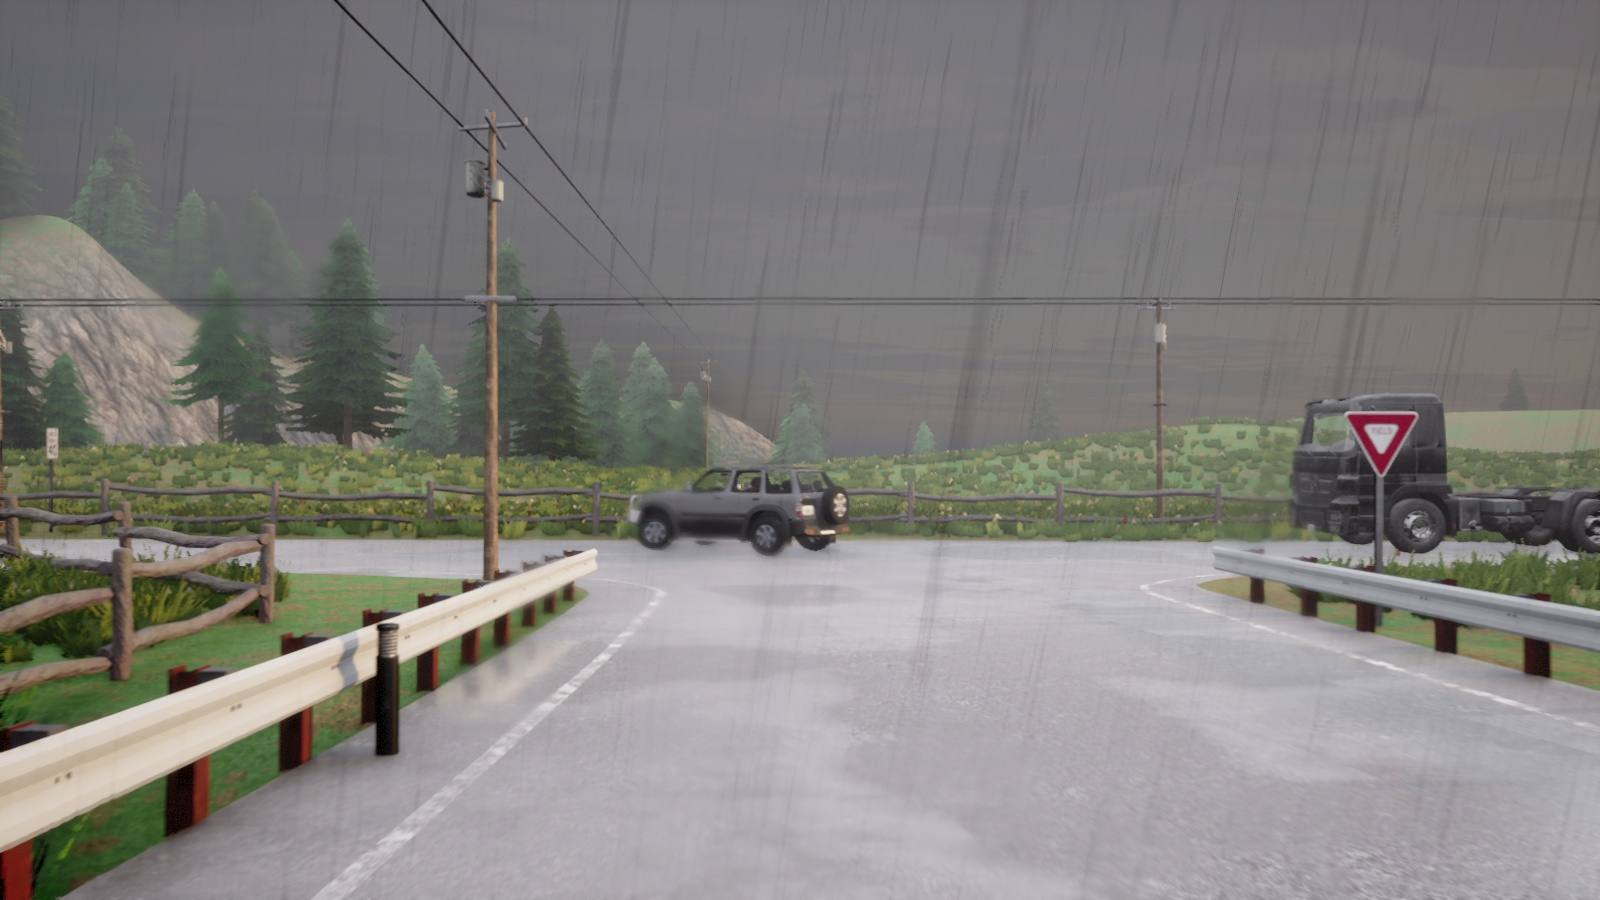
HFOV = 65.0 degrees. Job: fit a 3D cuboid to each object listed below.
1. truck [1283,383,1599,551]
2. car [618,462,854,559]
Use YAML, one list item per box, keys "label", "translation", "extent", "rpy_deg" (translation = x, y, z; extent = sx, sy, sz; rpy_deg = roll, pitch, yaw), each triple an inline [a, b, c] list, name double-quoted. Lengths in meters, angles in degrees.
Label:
- label: "truck"
  translation: [15.117, 0.329, 27.541]
  extent: [7.936, 3.462, 2.891]
  rpy_deg: [0, 0, -2]
- label: "car"
  translation: [-1.358, 1.187, 25.969]
  extent: [4.605, 1.855, 1.932]
  rpy_deg: [-1, -1, 33]
